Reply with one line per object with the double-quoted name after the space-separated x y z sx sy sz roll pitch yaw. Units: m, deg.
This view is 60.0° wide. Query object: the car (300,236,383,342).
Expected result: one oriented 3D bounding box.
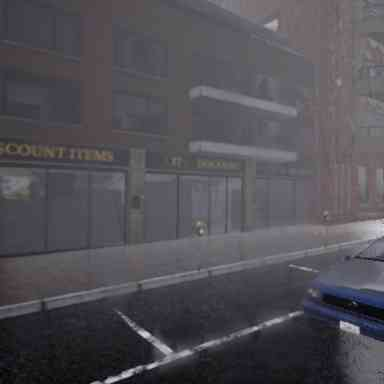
4.349 1.446 6.121 5.357 1.411 2.033 -1 1 -35 "car"
